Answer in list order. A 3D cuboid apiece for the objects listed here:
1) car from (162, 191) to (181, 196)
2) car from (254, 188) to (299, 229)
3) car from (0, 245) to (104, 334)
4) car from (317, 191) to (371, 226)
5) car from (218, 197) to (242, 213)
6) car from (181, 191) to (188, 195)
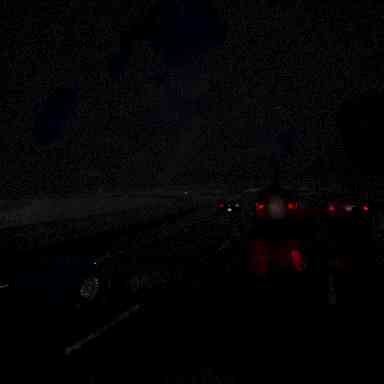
[{"bbox_3d":[-5.571,0.554,89.969,1.837,1.490,4.892,-2,1,-26],"label":"car"},{"bbox_3d":[4.646,0.811,18.398,2.150,2.045,5.566,-2,1,14],"label":"car"},{"bbox_3d":[-3.469,1.585,5.466,1.812,1.442,4.674,-2,1,23],"label":"car"},{"bbox_3d":[8.219,0.807,18.370,2.097,1.767,4.553,-2,1,14],"label":"car"},{"bbox_3d":[3.374,1.100,29.148,1.895,1.301,4.718,-2,1,9],"label":"car"},{"bbox_3d":[-2.926,0.445,92.460,2.128,1.511,4.902,-3,1,-28],"label":"car"}]
